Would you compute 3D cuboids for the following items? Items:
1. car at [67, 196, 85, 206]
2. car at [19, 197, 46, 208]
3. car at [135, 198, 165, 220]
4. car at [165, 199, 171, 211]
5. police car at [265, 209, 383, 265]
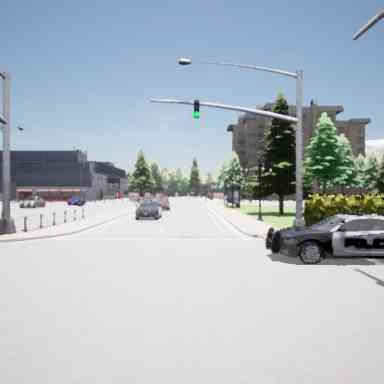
[{"bbox_3d":[-17.473,1.355,50.306,1.845,1.501,3.633,0,0,0],"label":"car"},{"bbox_3d":[-20.524,1.368,42.914,1.970,1.475,3.806,0,0,0],"label":"car"},{"bbox_3d":[-3.603,1.494,28.165,1.837,1.490,4.892,0,0,0],"label":"car"},{"bbox_3d":[-3.599,1.510,40.305,1.812,1.442,4.674,0,0,0],"label":"car"},{"bbox_3d":[5.144,1.422,11.065,5.238,1.638,1.930,0,0,0],"label":"police car"}]
